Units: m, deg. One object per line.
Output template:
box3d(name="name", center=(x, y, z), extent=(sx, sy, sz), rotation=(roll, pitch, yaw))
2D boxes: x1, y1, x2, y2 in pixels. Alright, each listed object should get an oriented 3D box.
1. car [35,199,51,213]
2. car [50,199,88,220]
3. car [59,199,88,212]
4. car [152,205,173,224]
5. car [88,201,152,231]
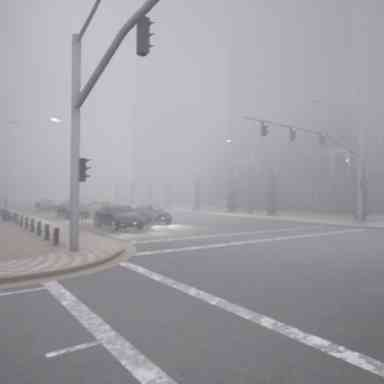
box3d(name="car", center=(-16.587, 1.526, 37.890), extent=(1.882, 1.535, 5.008), rotation=(1, -1, -35))
box3d(name="car", center=(-10.627, 1.595, 29.361), extent=(2.033, 1.411, 5.357), rotation=(1, -1, -35))
box3d(name="car", center=(-14.801, 1.640, 41.448), extent=(2.033, 1.411, 5.357), rotation=(1, -1, -35))
box3d(name="car", center=(-3.187, 1.656, 24.929), extent=(1.994, 1.385, 4.181), rotation=(1, -1, -36))
box3d(name="car", center=(-4.656, 1.553, 20.980), extent=(1.837, 1.490, 4.892), rotation=(1, -1, -36))
